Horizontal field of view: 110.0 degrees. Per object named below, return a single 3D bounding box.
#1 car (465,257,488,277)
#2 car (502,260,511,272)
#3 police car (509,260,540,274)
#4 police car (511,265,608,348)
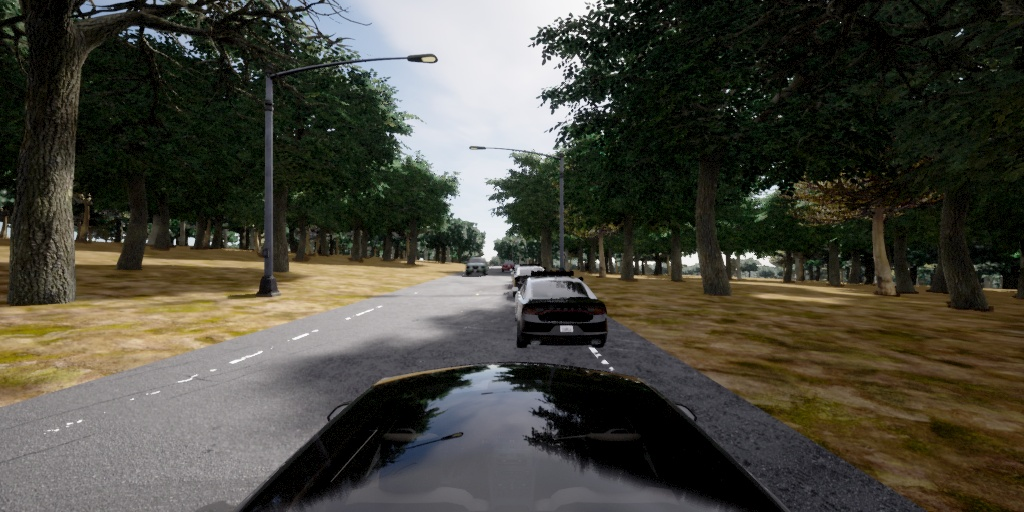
[{"bbox_3d":[-3.791,1.164,39.316,2.150,2.045,5.566,0,0,-1],"label":"car"},{"bbox_3d":[-0.421,1.402,51.669,2.097,1.767,4.553,0,-1,-1],"label":"car"},{"bbox_3d":[0.966,1.219,19.440,1.930,1.638,5.238,-1,0,0],"label":"police car"},{"bbox_3d":[1.033,1.190,9.426,1.930,1.638,5.238,0,0,0],"label":"police car"}]
